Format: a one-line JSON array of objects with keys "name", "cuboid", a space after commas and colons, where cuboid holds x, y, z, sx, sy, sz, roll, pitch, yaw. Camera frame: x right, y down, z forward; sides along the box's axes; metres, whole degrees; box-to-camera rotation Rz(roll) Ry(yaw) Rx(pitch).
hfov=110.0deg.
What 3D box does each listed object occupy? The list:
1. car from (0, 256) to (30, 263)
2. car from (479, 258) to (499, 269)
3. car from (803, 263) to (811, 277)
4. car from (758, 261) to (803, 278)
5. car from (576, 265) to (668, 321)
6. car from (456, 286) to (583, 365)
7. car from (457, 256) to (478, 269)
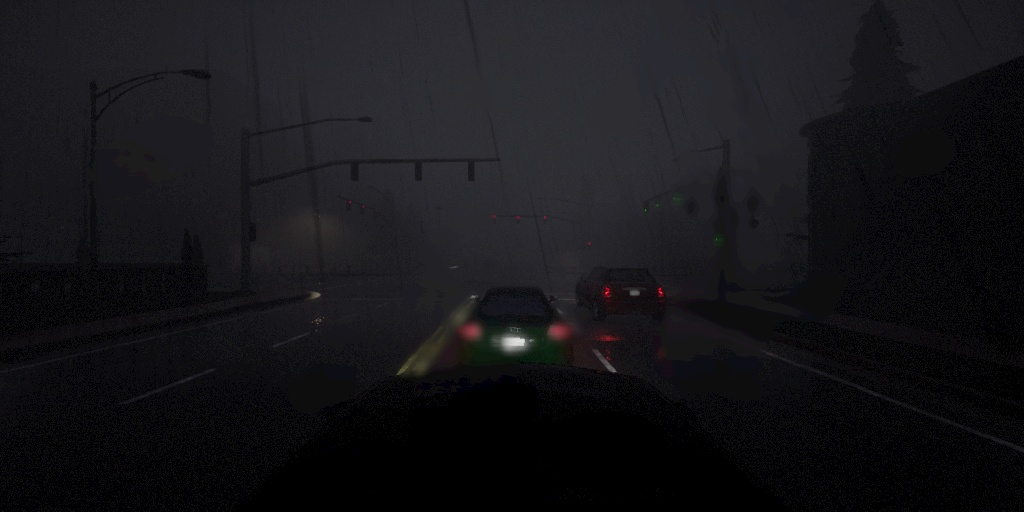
[{"name": "car", "cuboid": [-38.495, 0.966, 26.829, 5.566, 2.045, 2.150, 0, 0, 0]}, {"name": "car", "cuboid": [-3.594, 1.091, 57.518, 2.097, 1.767, 4.553, 0, 0, 0]}, {"name": "car", "cuboid": [28.110, 1.249, 30.586, 4.892, 1.490, 1.837, 0, 0, -6]}, {"name": "car", "cuboid": [25.986, 1.221, 33.909, 5.008, 1.535, 1.882, 0, 0, -4]}, {"name": "car", "cuboid": [3.579, 1.100, 12.570, 2.097, 1.767, 4.553, 0, 0, 0]}, {"name": "car", "cuboid": [0.063, 1.313, 7.558, 1.994, 1.385, 4.181, 0, 0, 0]}, {"name": "car", "cuboid": [-7.092, 1.217, 57.667, 1.882, 1.535, 5.008, 0, 0, 0]}]
